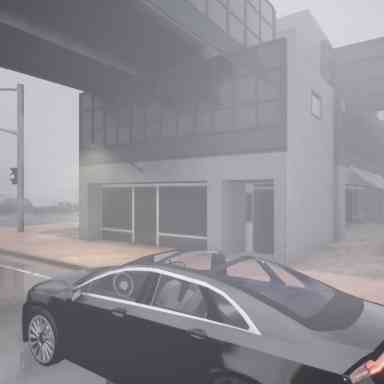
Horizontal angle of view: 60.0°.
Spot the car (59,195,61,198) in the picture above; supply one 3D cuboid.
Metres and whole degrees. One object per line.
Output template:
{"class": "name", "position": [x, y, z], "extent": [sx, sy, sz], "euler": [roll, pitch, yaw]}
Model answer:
{"class": "car", "position": [-28.861, 1.364, 71.730], "extent": [3.905, 1.438, 1.784], "euler": [0, 0, 35]}

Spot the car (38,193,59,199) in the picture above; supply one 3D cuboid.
{"class": "car", "position": [-30.588, 1.153, 69.404], "extent": [4.605, 1.855, 1.932], "euler": [0, 0, 35]}

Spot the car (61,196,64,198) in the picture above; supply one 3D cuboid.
{"class": "car", "position": [-12.565, 1.478, 39.660], "extent": [1.882, 1.535, 5.008], "euler": [0, 0, 37]}

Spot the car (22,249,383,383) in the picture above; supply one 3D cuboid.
{"class": "car", "position": [-0.217, 1.492, 4.148], "extent": [4.902, 1.511, 2.128], "euler": [0, 0, 35]}

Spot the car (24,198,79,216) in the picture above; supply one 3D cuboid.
{"class": "car", "position": [-13.405, 1.601, 32.655], "extent": [1.895, 1.301, 4.718], "euler": [0, 0, 36]}

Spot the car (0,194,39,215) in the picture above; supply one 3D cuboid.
{"class": "car", "position": [-17.903, 1.352, 32.429], "extent": [2.097, 1.767, 4.553], "euler": [0, 0, 36]}
